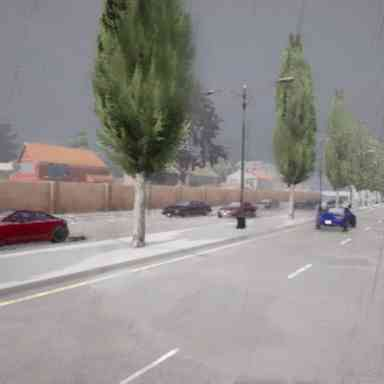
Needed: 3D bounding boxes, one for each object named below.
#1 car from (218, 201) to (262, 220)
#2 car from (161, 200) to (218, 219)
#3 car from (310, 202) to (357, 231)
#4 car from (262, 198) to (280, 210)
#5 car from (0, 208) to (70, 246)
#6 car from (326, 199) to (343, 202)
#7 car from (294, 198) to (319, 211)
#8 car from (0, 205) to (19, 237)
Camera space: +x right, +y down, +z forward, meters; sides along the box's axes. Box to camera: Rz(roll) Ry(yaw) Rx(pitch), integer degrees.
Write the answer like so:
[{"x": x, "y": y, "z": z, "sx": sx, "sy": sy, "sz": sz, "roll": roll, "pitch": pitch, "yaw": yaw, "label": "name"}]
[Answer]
[{"x": 3.920, "y": 1.482, "z": 28.112, "sx": 1.812, "sy": 1.442, "sz": 4.674, "roll": 2, "pitch": 0, "yaw": 35, "label": "car"}, {"x": -0.275, "y": 1.403, "z": 28.198, "sx": 2.033, "sy": 1.411, "sz": 5.357, "roll": 2, "pitch": 0, "yaw": 35, "label": "car"}, {"x": 9.416, "y": 1.647, "z": 21.645, "sx": 1.812, "sy": 1.442, "sz": 4.674, "roll": 2, "pitch": 0, "yaw": 35, "label": "car"}, {"x": 9.861, "y": 1.552, "z": 42.714, "sx": 1.812, "sy": 1.442, "sz": 4.674, "roll": 2, "pitch": 0, "yaw": 35, "label": "car"}, {"x": -6.840, "y": 1.339, "z": 12.667, "sx": 1.994, "sy": 1.385, "sz": 4.181, "roll": 2, "pitch": 0, "yaw": 35, "label": "car"}, {"x": 24.750, "y": 1.829, "z": 57.794, "sx": 1.895, "sy": 1.301, "sz": 4.718, "roll": 2, "pitch": 0, "yaw": 35, "label": "car"}, {"x": 14.610, "y": 1.701, "z": 43.398, "sx": 1.994, "sy": 1.385, "sz": 4.181, "roll": 2, "pitch": 0, "yaw": 35, "label": "car"}, {"x": -10.162, "y": 1.289, "z": 14.023, "sx": 1.895, "sy": 1.301, "sz": 4.718, "roll": 2, "pitch": 0, "yaw": 35, "label": "car"}]
